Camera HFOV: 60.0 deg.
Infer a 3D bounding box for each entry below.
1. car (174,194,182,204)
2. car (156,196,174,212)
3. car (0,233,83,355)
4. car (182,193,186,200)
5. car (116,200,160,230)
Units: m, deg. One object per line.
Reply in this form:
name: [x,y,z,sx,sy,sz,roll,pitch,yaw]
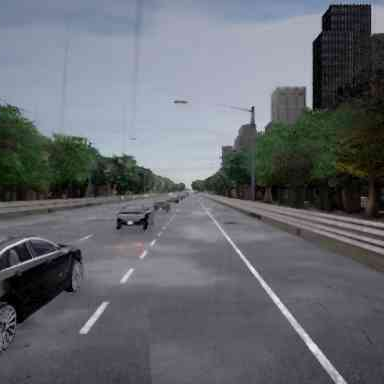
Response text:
car: [-3.446,1.528,65.148,1.837,1.490,4.892,0,0,0]
car: [-3.467,1.537,39.151,1.837,1.490,4.892,0,0,0]
car: [-3.495,1.495,6.015,2.128,1.511,4.902,0,0,0]
car: [-3.420,1.354,92.809,2.097,1.767,4.553,0,0,0]
car: [-3.480,1.507,21.150,2.128,1.511,4.902,0,0,0]
